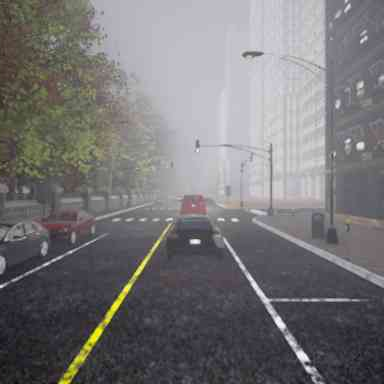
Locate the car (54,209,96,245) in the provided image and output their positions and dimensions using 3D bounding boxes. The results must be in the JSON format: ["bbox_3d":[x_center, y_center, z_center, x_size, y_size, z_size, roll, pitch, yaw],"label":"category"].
[{"bbox_3d":[-5.813,1.520,15.473,1.887,1.381,4.507,0,0,0],"label":"car"}]

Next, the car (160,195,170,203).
[{"bbox_3d":[-5.671,1.363,70.289,1.967,1.590,4.097,0,0,0],"label":"car"}]

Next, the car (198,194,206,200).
[{"bbox_3d":[2.715,1.360,92.816,1.967,1.590,4.097,0,0,0],"label":"car"}]

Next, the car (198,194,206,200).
[{"bbox_3d":[2.714,1.359,87.184,1.967,1.590,4.097,0,0,0],"label":"car"}]

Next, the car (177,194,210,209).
[{"bbox_3d":[0.109,1.180,28.953,2.150,2.045,5.566,0,0,0],"label":"car"}]

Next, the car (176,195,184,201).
[{"bbox_3d":[-2.980,1.397,81.123,1.837,1.490,4.892,0,0,0],"label":"car"}]

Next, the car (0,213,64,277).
[{"bbox_3d":[-5.763,1.534,9.933,2.008,1.369,4.403,0,0,0],"label":"car"}]

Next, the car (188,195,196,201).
[{"bbox_3d":[0.019,1.411,80.641,1.837,1.490,4.892,0,0,0],"label":"car"}]

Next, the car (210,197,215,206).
[{"bbox_3d":[2.705,1.499,53.389,1.947,1.339,4.313,0,0,0],"label":"car"}]

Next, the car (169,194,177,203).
[{"bbox_3d":[-2.989,1.471,65.621,2.033,1.411,5.357,0,0,0],"label":"car"}]

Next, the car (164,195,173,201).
[{"bbox_3d":[-5.668,1.445,81.384,1.752,1.417,4.829,0,0,0],"label":"car"}]

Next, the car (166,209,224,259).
[{"bbox_3d":[0.104,1.543,12.551,1.994,1.385,4.181,0,0,0],"label":"car"}]

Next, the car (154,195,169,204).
[{"bbox_3d":[-5.674,1.511,59.024,1.802,1.307,4.206,0,0,0],"label":"car"}]

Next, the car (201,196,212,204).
[{"bbox_3d":[2.708,1.492,64.655,1.947,1.339,4.313,0,0,0],"label":"car"}]

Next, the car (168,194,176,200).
[{"bbox_3d":[-5.665,1.360,92.818,1.967,1.590,4.097,0,0,0],"label":"car"}]

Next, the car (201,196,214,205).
[{"bbox_3d":[2.706,1.495,59.022,1.947,1.339,4.313,0,0,0],"label":"car"}]

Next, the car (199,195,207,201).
[{"bbox_3d":[2.712,1.464,81.553,1.887,1.381,4.507,0,0,0],"label":"car"}]
